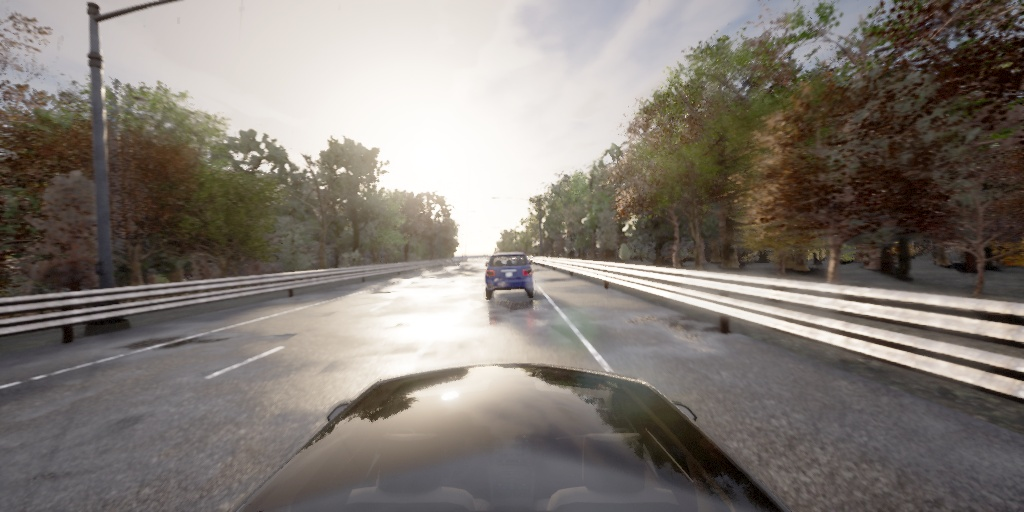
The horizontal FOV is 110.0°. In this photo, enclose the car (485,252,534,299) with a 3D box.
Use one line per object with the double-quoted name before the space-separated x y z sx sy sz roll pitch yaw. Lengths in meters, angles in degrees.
"car" -0.146 0.837 17.606 2.150 2.045 5.566 -2 1 0
